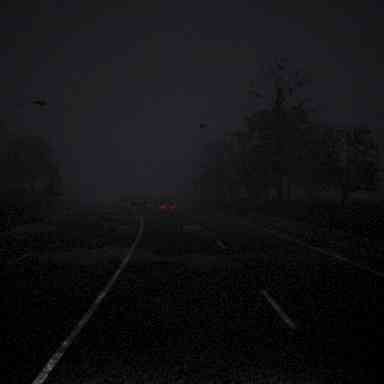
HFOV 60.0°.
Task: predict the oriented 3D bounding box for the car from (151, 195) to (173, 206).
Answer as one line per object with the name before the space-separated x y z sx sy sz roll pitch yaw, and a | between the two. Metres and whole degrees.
car | -4.178 1.221 48.811 1.812 1.442 4.674 0 0 -20

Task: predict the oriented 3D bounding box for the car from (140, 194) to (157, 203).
car | -7.710 1.160 58.496 1.812 1.442 4.674 0 0 -23

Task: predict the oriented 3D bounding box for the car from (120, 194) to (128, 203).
car | -11.085 1.113 57.491 1.882 1.535 5.008 0 0 -23

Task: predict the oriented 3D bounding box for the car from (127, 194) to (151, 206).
car | -7.699 1.259 48.278 1.994 1.385 4.181 0 0 -20
